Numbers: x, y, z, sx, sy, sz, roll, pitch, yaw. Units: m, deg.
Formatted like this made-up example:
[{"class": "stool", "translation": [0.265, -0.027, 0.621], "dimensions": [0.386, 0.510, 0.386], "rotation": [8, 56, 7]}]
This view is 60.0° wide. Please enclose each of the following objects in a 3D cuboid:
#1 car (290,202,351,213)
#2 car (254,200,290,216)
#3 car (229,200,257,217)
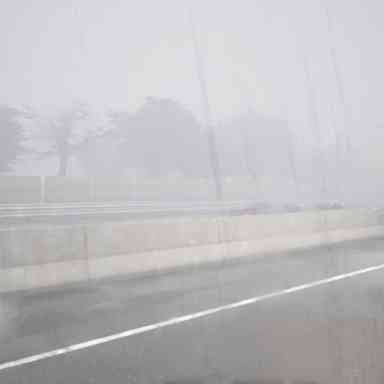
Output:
[{"class": "car", "translation": [9.417, 1.516, 23.528], "dimensions": [4.892, 1.490, 1.837], "rotation": [0, 0, -35]}, {"class": "car", "translation": [7.358, 1.575, 26.358], "dimensions": [4.181, 1.385, 1.994], "rotation": [0, 0, -35]}, {"class": "car", "translation": [5.478, 1.489, 29.314], "dimensions": [5.008, 1.535, 1.882], "rotation": [0, 0, -35]}]
